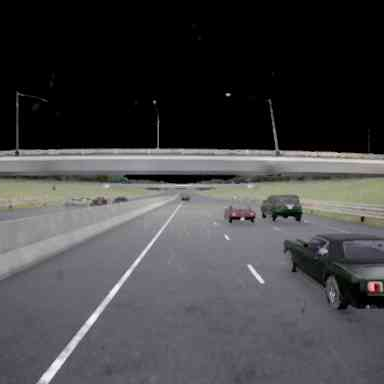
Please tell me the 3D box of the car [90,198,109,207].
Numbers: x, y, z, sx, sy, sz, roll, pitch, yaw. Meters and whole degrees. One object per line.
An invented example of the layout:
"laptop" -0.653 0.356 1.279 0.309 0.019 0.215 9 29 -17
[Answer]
"car" -14.341 1.578 51.638 1.994 1.385 4.181 0 0 0

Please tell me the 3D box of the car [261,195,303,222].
"car" 7.023 1.217 26.523 2.150 2.045 5.566 0 0 0

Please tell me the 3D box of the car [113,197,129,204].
"car" -10.841 1.517 50.948 1.837 1.490 4.892 0 0 0

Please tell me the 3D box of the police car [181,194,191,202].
"police car" -1.800 1.653 85.657 1.930 1.638 5.238 0 0 -1

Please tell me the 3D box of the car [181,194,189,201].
"car" -1.982 1.530 95.585 2.150 2.045 5.566 0 0 -1

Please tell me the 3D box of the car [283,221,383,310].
"car" 3.592 1.594 7.723 1.895 1.301 4.718 0 0 0

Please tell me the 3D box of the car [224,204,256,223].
"car" 3.529 1.596 25.475 1.895 1.301 4.718 0 0 0

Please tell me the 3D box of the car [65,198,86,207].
"car" -17.836 1.613 50.918 1.895 1.301 4.718 0 0 0
